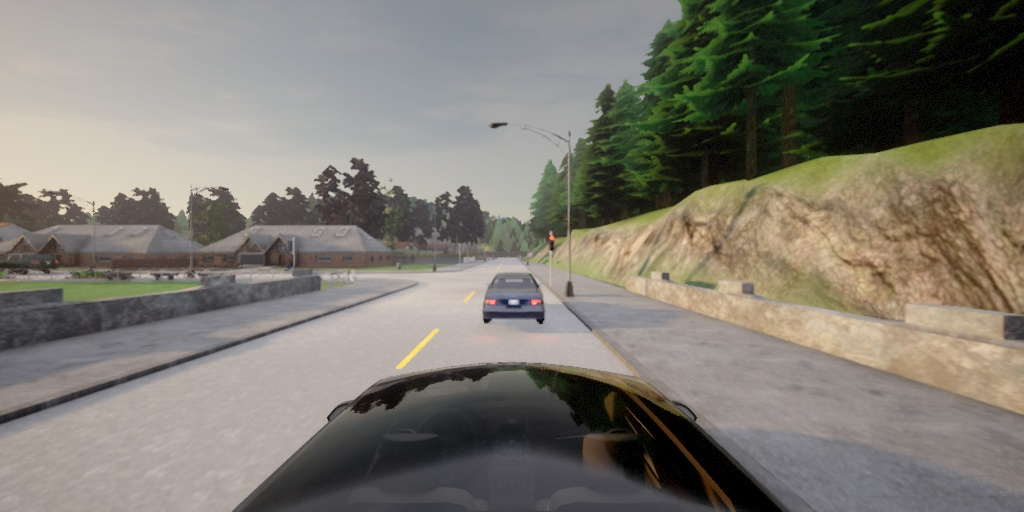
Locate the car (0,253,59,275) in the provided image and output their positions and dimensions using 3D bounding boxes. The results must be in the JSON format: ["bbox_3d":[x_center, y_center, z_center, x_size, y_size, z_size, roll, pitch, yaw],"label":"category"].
[{"bbox_3d":[-47.372,0.770,34.592,5.566,2.045,2.150,0,0,1],"label":"car"}]

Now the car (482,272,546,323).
[{"bbox_3d":[0.061,1.235,11.843,2.033,1.411,5.357,0,0,0],"label":"car"}]

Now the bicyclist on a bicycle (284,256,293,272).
[{"bbox_3d":[-24.159,0.871,38.841,0.582,1.620,1.656,0,1,0],"label":"bicyclist on a bicycle"}]
